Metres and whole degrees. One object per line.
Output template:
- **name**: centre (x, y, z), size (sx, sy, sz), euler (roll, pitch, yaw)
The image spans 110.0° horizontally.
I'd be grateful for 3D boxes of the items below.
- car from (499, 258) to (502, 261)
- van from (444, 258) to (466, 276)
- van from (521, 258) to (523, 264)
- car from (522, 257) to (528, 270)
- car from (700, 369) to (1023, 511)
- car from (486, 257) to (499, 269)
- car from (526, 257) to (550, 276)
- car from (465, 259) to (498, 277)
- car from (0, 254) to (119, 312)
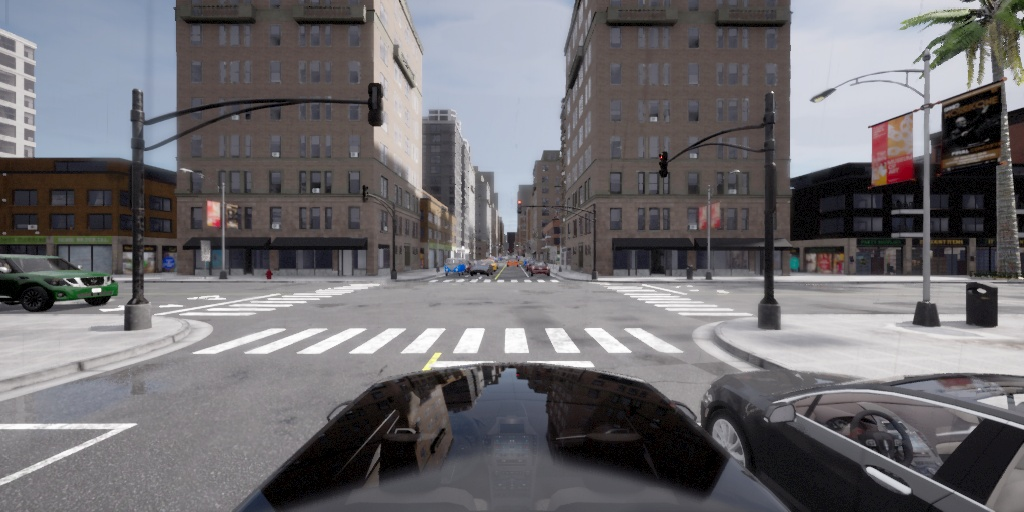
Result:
- **car**: centre (-2.969, 1.354, 56.241), size (1.895, 1.301, 4.718), euler (0, 0, 0)
- **van**: centre (-5.783, 1.093, 36.431), size (1.690, 1.789, 3.998), euler (0, 0, 0)
- **van**: centre (2.798, 1.094, 59.090), size (1.690, 1.789, 3.998), euler (0, 0, 0)
- **car**: centre (2.771, 1.193, 47.751), size (1.967, 1.591, 4.097), euler (0, 0, 0)
- **car**: centre (2.668, 1.300, 1.763), size (2.007, 1.370, 4.403), euler (0, 0, 0)
- **car**: centre (-3.001, 1.231, 46.323), size (1.882, 1.535, 5.008), euler (0, 0, 0)
- **car**: centre (2.743, 1.192, 36.413), size (1.967, 1.591, 4.097), euler (0, 0, 0)
- **car**: centre (-2.997, 1.299, 36.621), size (2.033, 1.411, 5.357), euler (0, 0, 4)
- **car**: centre (-18.522, 0.949, 13.578), size (5.566, 2.045, 2.150), euler (0, 0, 0)
